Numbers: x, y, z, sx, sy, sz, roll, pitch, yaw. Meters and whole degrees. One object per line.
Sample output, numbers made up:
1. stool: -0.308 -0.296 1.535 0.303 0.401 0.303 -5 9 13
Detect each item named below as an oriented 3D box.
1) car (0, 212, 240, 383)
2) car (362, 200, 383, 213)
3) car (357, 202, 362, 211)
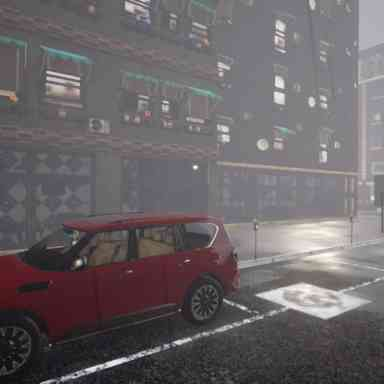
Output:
1. car: -1.414 1.316 5.549 5.009 1.841 2.192 0 1 -36
2. car: 20.081 1.538 37.346 1.887 1.381 4.507 1 0 -36
3. car: 13.284 1.214 32.450 2.192 1.841 5.009 1 0 -36
